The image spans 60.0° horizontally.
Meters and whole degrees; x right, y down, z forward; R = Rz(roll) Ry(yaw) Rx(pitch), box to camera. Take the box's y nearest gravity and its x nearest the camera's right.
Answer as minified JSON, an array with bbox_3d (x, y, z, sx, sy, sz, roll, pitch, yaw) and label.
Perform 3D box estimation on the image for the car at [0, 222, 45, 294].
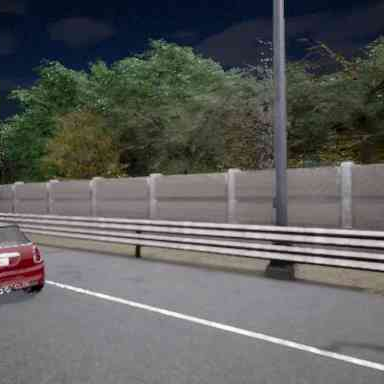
[{"bbox_3d":[-5.574,1.479,7.969,4.553,1.767,2.097,-1,-1,36],"label":"car"}]
